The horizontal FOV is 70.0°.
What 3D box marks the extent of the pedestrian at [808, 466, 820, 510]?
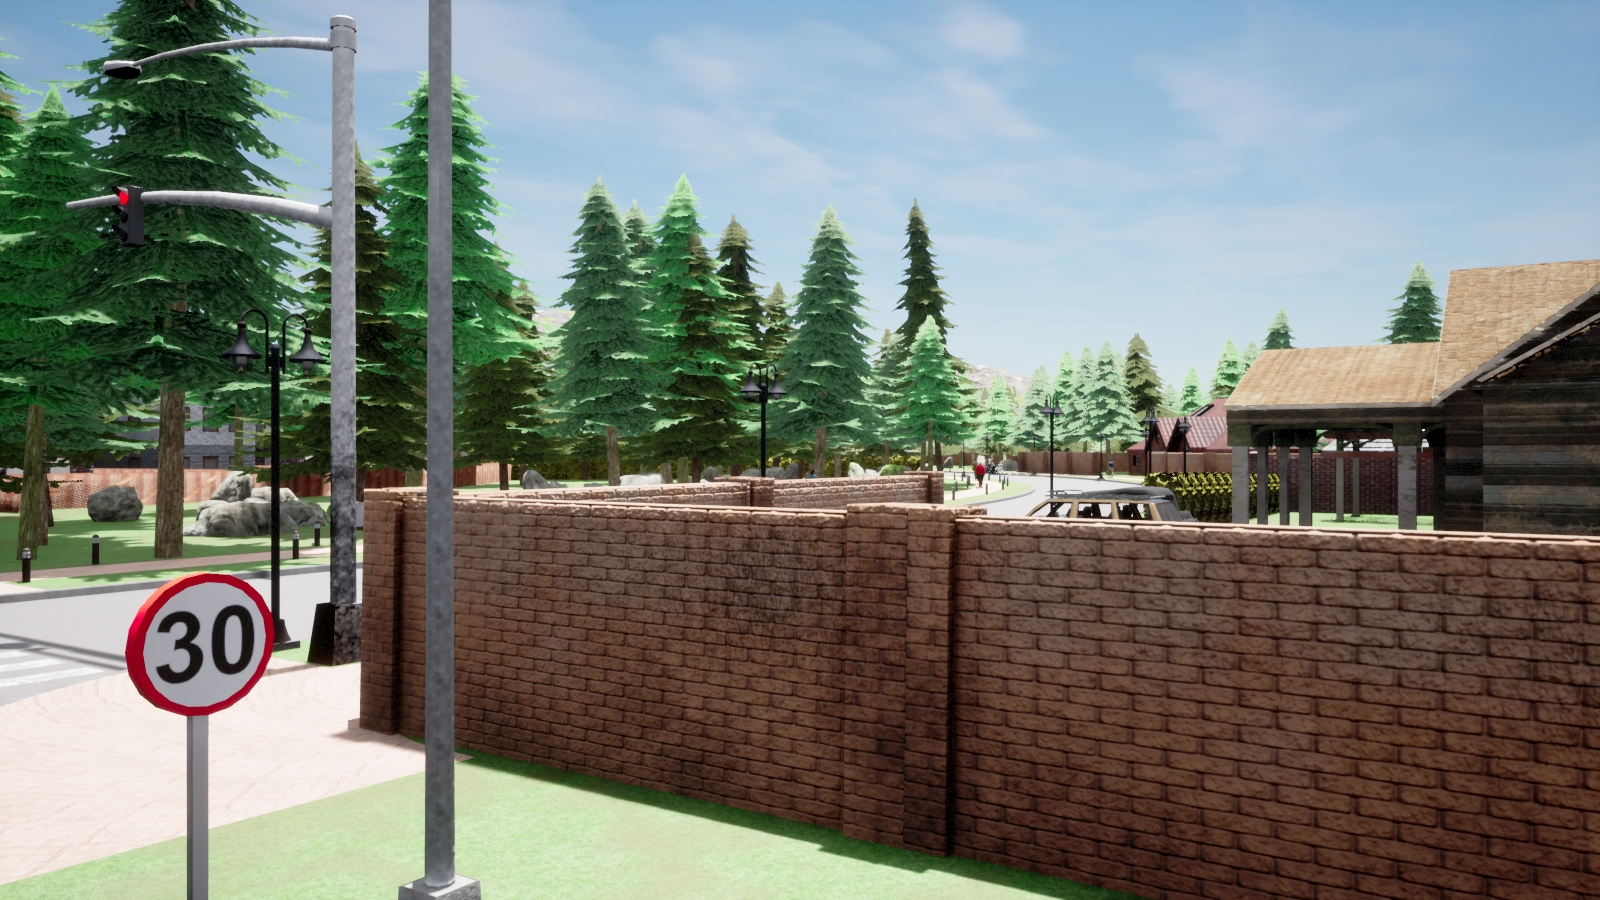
[{"bbox_3d":[0.601,1.646,49.578,0.375,1.860,0.375,0,0,34],"label":"pedestrian"}]
